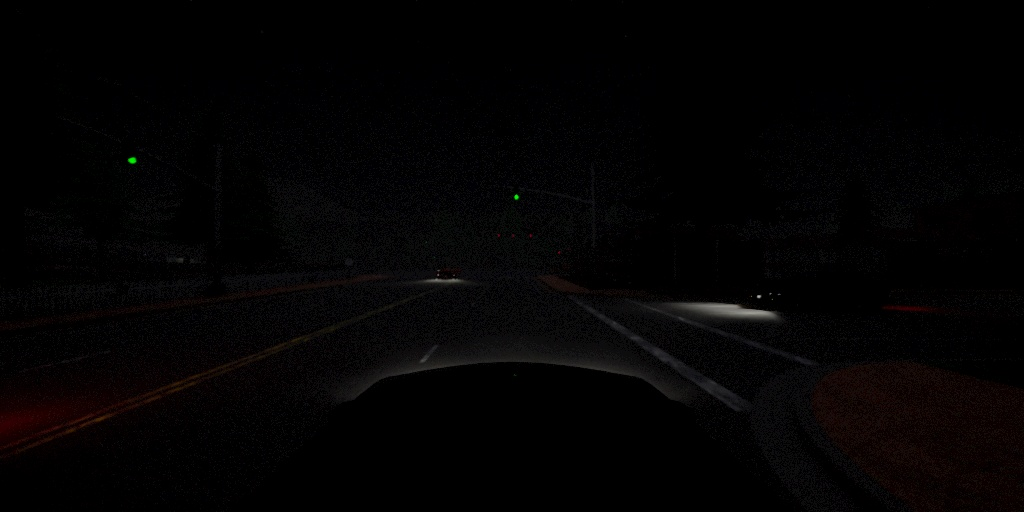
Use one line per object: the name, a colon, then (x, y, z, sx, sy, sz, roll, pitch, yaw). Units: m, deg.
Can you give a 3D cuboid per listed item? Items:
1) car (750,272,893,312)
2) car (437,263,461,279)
car: (12.336, 1.379, 14.459, 4.892, 1.490, 1.837, 0, -1, -1)
car: (-7.017, 1.612, 40.223, 2.097, 1.767, 4.553, 0, -1, 0)
